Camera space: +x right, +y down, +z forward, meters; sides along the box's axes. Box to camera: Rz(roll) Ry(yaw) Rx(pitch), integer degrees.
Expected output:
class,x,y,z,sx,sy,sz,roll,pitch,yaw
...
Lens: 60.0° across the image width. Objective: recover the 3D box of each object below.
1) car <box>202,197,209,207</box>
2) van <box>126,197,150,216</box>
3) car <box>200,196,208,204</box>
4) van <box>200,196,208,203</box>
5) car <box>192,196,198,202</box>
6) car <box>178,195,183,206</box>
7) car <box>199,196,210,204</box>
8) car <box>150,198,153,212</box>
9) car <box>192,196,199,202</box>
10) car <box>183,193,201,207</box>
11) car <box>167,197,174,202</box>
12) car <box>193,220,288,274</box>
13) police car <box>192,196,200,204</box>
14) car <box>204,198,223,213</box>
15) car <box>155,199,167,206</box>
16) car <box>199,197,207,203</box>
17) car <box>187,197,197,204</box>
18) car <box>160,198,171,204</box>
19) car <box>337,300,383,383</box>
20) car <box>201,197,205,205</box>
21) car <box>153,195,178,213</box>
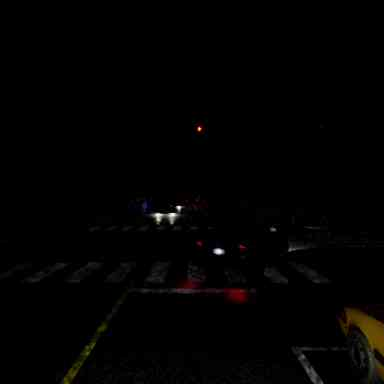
class,x,y,z,sx,sy,sz,roll,pitch,yaw
car,2.767,1.788,46.002,1.887,1.381,4.507,0,0,0
van,-5.786,1.522,34.970,1.690,1.788,3.998,0,0,0
car,2.763,1.833,57.223,1.752,1.417,4.829,0,0,0
van,2.753,1.775,79.155,1.690,1.788,3.998,0,0,0
car,0.883,1.983,95.284,1.801,1.575,5.366,0,0,0
car,-3.027,1.838,61.436,1.837,1.490,4.892,0,-1,0
car,2.755,1.717,73.630,2.192,1.841,5.009,0,0,0
car,-5.786,1.756,40.494,1.887,1.381,4.507,0,0,0
car,0.884,1.948,89.285,1.801,1.575,5.366,0,0,0
car,0.036,1.537,58.829,2.150,2.045,5.566,0,-1,0
car,-5.786,2.022,90.047,1.752,1.417,4.829,0,0,0
car,1.709,1.619,10.953,1.994,1.385,4.181,0,0,29
police car,0.886,1.859,79.205,1.930,1.638,5.238,0,0,0
car,2.769,1.756,40.477,1.887,1.381,4.507,0,0,0
car,-5.786,1.920,62.593,1.802,1.307,4.206,0,0,0
car,2.752,2.017,84.680,2.008,1.369,4.403,0,0,0
car,-0.012,1.707,69.358,1.837,1.490,4.892,0,0,0
car,-5.786,1.952,73.643,2.008,1.369,4.403,0,0,0
car,2.766,1.539,2.554,1.752,1.417,4.829,0,0,0
car,2.765,1.819,51.527,1.887,1.381,4.507,0,0,0
car,-3.100,1.560,39.747,2.097,1.767,4.553,0,0,0
